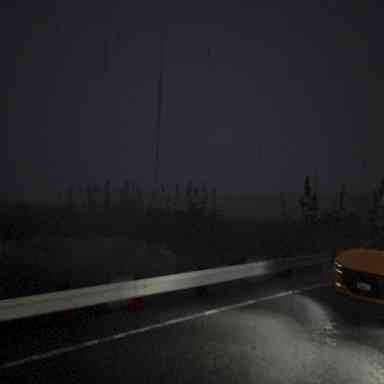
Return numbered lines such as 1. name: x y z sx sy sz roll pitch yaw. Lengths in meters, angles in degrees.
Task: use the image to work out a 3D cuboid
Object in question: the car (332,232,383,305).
1. car: 5.282 1.595 7.781 5.008 1.535 1.882 2 -1 -36
